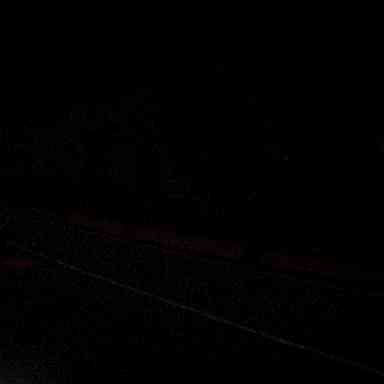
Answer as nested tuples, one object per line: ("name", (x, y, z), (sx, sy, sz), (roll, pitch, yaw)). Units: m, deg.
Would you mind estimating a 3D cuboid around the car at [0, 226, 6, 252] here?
("car", (-7.852, 1.174, 11.037), (4.181, 1.385, 1.994), (5, 2, 42))
